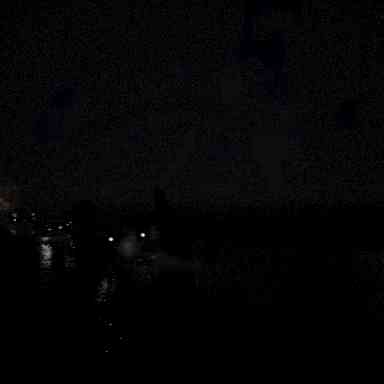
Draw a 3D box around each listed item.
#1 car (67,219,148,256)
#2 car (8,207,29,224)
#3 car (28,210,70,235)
[{"bbox_3d":[-3.933,1.992,15.372,1.895,1.301,4.718,-3,0,-37],"label":"car"},{"bbox_3d":[-18.048,2.364,35.163,2.097,1.767,4.553,-3,0,-34],"label":"car"},{"bbox_3d":[-10.112,2.168,23.957,1.837,1.490,4.892,-3,1,-35],"label":"car"}]
